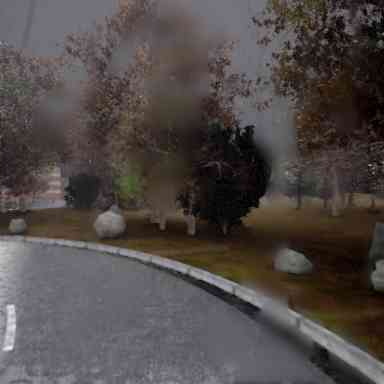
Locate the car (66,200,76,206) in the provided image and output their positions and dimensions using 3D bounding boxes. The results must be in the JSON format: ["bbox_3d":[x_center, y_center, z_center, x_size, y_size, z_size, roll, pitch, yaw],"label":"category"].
[{"bbox_3d":[-19.435,1.640,55.778,1.837,1.490,4.892,0,0,2],"label":"car"}]
